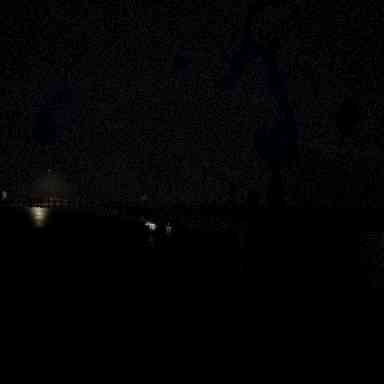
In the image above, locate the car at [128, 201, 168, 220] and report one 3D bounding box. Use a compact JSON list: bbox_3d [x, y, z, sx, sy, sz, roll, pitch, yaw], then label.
[{"bbox_3d":[-3.964,1.544,29.484,1.882,1.535,5.008,-1,1,-35],"label":"car"}]
